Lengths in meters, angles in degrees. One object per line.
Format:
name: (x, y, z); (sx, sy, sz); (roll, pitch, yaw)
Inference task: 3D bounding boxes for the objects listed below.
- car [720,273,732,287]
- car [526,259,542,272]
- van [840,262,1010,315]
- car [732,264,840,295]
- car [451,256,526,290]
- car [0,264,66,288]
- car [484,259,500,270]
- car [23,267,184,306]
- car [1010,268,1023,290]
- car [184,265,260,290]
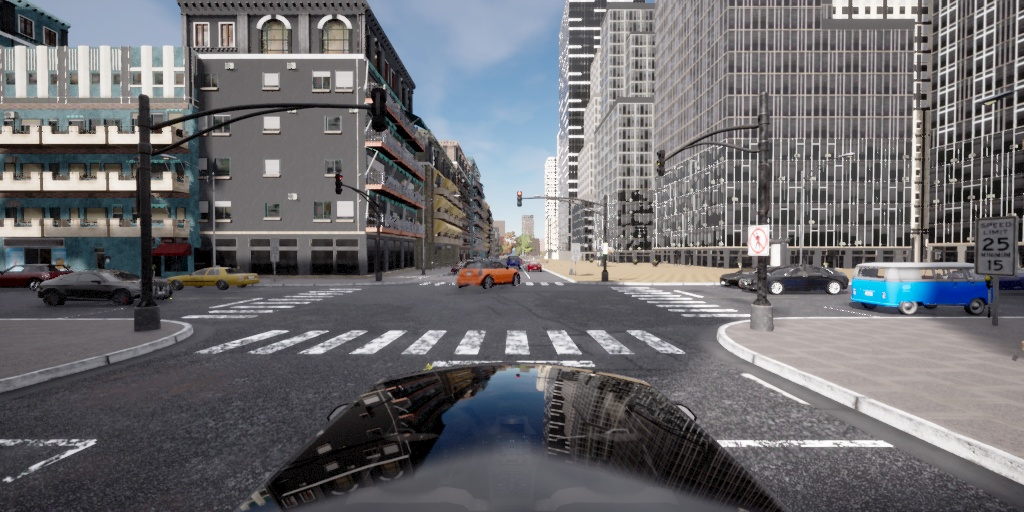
car: (14.730, 1.216, 21.315); (4.313, 1.339, 1.948); (0, 0, 0)
car: (2.777, 1.290, 45.085); (1.888, 1.381, 4.507); (0, 0, 0)
van: (14.720, 1.117, 12.935); (3.998, 1.789, 1.690); (0, 0, 0)
car: (14.639, 1.194, 18.713); (4.892, 1.490, 1.837); (0, 1, 0)
car: (-1.360, 1.067, 22.313); (2.097, 1.767, 4.553); (-2, -1, 32)
car: (-28.726, 1.190, 21.366); (4.097, 1.591, 1.967); (0, 0, 0)
car: (-2.943, 1.238, 54.204); (2.128, 1.511, 4.902); (0, 0, 0)
car: (-17.533, 1.335, 15.552); (4.674, 1.442, 1.812); (0, 1, 0)
car: (24.711, 1.196, 18.700); (4.674, 1.442, 1.812); (0, 1, 0)
car: (-17.829, 1.247, 21.353); (4.829, 1.417, 1.751); (0, 0, 0)
